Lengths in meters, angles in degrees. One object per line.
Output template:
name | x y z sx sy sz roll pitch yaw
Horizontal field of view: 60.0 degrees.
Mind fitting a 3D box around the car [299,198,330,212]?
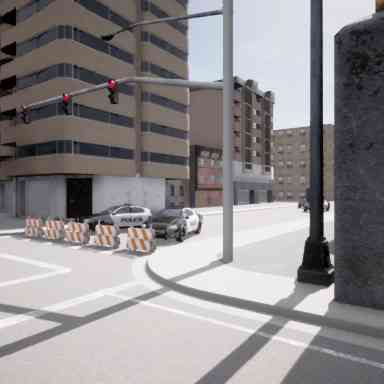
car | 14.365 1.453 38.303 2.038 1.542 4.974 0 0 36

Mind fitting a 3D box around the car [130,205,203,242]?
car | -0.914 1.453 16.530 2.038 1.542 4.974 0 0 16

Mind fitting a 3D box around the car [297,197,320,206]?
car | 16.606 1.295 47.262 1.853 1.218 4.536 0 0 36

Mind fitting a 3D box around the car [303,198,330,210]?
car | 14.395 1.295 38.345 1.853 1.218 4.536 0 0 36

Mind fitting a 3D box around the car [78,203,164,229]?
car | -4.060 1.295 19.242 4.536 1.218 1.853 0 0 -29

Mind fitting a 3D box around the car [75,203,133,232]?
car | -4.106 1.453 19.216 4.974 1.542 2.038 0 0 -29

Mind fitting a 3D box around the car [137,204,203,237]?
car | -0.900 1.295 16.580 1.853 1.218 4.536 0 0 16
